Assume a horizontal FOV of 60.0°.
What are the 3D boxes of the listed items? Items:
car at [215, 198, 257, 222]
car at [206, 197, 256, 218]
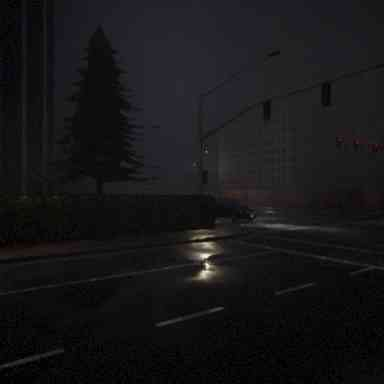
[{"bbox_3d":[2.951,1.485,26.157,2.128,1.511,4.902,0,0,-35],"label":"car"},{"bbox_3d":[3.580,1.344,31.349,2.097,1.767,4.553,0,0,-35],"label":"car"}]
